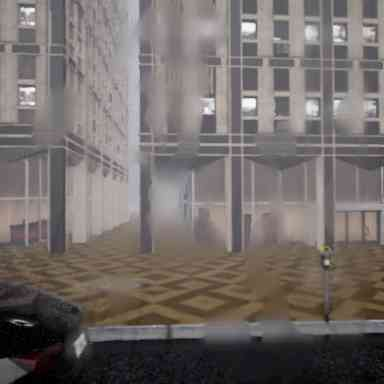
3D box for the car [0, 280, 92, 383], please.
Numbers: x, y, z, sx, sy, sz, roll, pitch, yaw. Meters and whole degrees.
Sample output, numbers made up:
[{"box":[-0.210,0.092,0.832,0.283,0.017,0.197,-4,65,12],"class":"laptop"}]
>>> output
[{"box":[-3.231,1.604,3.316,4.313,1.339,1.947,0,-1,-4],"class":"car"}]
